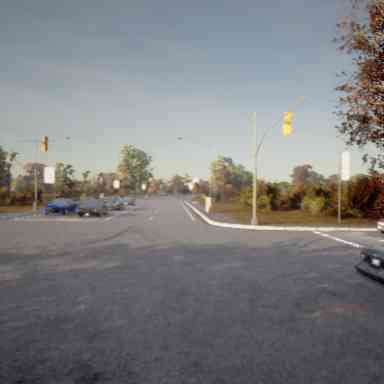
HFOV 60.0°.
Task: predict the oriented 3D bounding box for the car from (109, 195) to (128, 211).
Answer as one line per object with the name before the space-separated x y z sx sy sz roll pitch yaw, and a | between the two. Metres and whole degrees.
car | -9.389 1.275 39.668 2.097 1.767 4.553 1 0 -3

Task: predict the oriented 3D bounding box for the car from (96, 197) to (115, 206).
car | -13.546 1.487 52.203 1.895 1.301 4.718 1 0 -3

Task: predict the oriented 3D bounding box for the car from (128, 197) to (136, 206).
car | -10.044 1.450 52.206 1.812 1.442 4.674 1 0 -2

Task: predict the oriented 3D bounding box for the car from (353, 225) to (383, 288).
car | 6.567 1.624 7.363 5.357 1.411 2.033 1 0 0

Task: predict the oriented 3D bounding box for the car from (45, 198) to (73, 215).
car | -12.478 1.362 32.020 1.882 1.535 5.008 1 0 -3

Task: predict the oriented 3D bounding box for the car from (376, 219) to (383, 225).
car | 12.510 1.674 17.956 4.674 1.442 1.812 1 0 2

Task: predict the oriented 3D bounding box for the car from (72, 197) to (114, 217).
car | -8.887 1.470 30.390 2.033 1.411 5.357 1 0 -3
